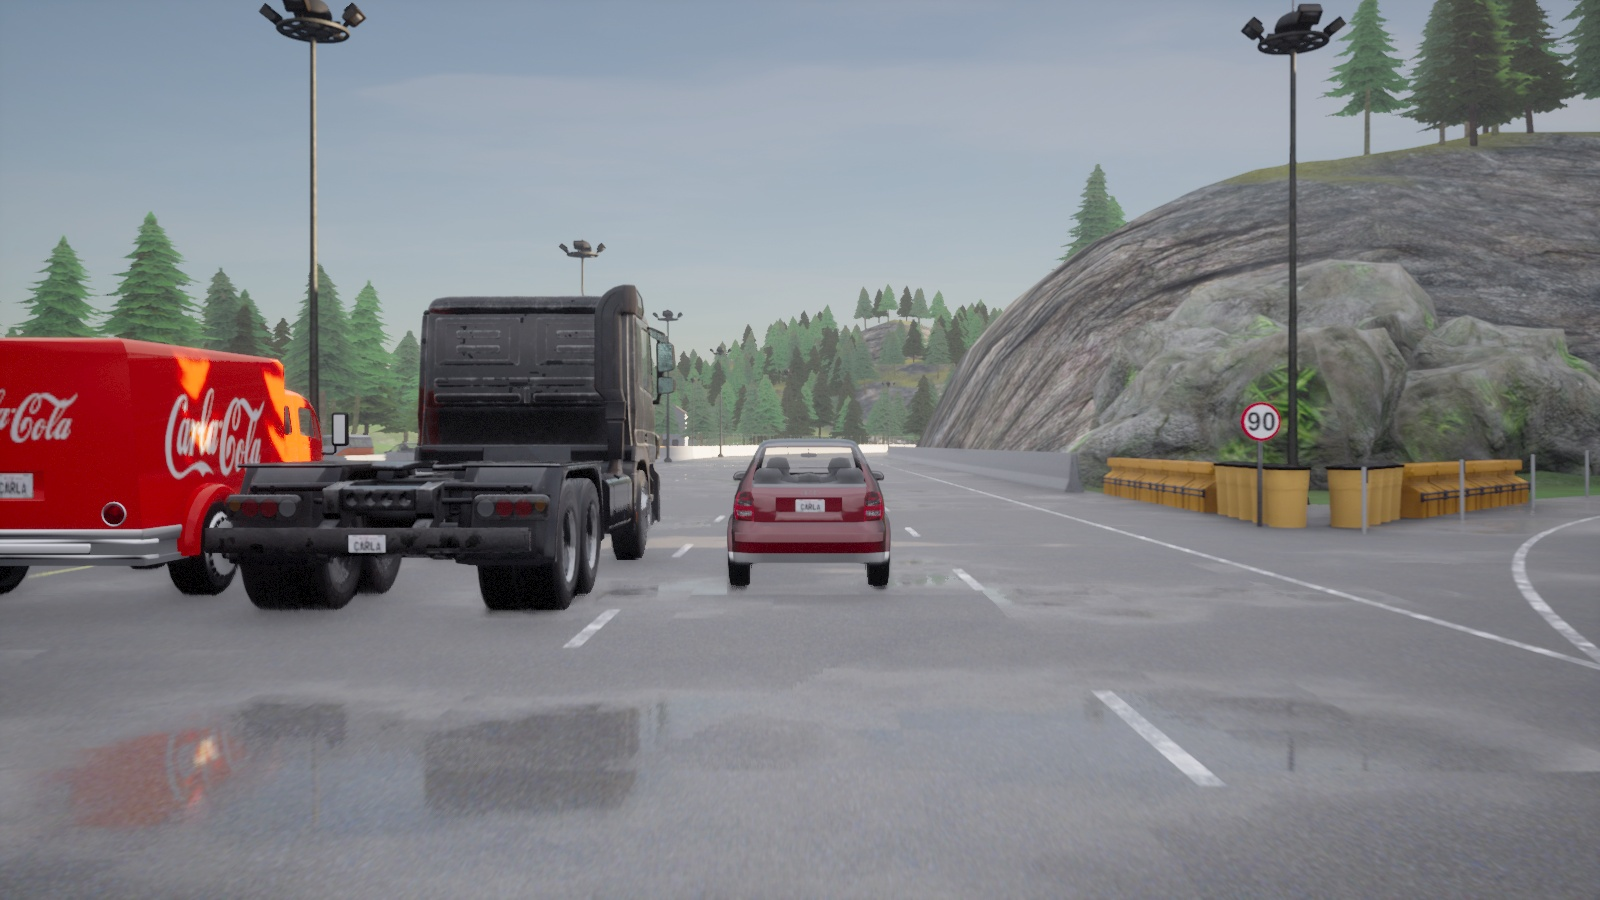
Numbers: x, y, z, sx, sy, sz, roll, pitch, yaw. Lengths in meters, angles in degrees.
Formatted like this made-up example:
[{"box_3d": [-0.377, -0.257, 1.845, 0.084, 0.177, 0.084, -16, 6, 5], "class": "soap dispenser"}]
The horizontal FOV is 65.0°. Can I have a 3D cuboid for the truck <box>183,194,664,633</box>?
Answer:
[{"box_3d": [-3.404, -0.312, 13.882, 2.891, 3.462, 7.936, 0, 0, 0], "class": "truck"}]

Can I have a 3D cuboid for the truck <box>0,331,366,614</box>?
[{"box_3d": [-6.906, 0.183, 13.555, 2.627, 2.467, 5.204, 0, 0, 0], "class": "truck"}]

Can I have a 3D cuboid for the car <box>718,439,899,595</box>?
[{"box_3d": [0.098, 0.650, 14.285, 1.789, 1.549, 3.705, 0, 0, 0], "class": "car"}]

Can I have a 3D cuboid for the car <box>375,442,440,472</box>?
[{"box_3d": [-20.604, 0.326, 66.079, 2.007, 1.525, 4.514, 0, 0, 0], "class": "car"}]

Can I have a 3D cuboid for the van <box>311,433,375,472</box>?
[{"box_3d": [-24.102, 0.127, 66.405, 1.775, 1.987, 4.442, 0, 0, 0], "class": "van"}]
